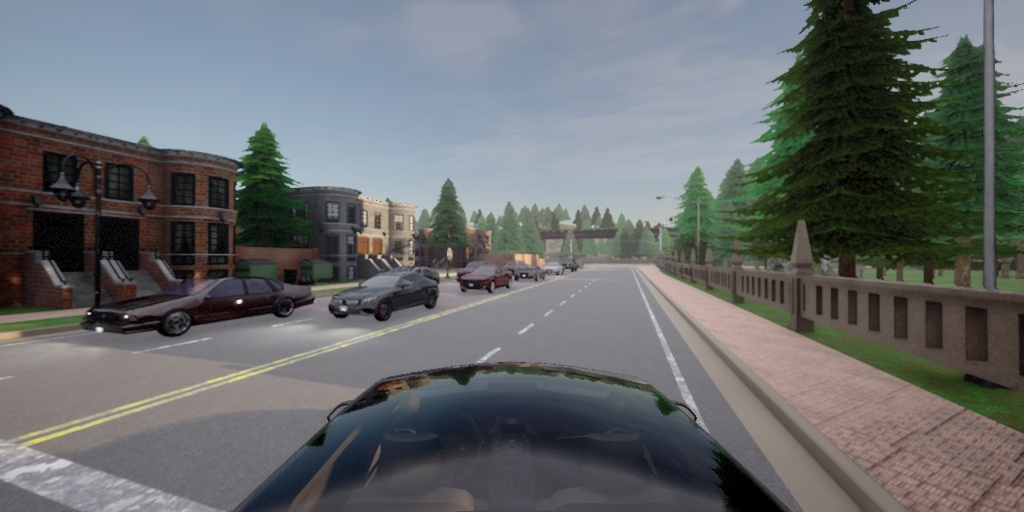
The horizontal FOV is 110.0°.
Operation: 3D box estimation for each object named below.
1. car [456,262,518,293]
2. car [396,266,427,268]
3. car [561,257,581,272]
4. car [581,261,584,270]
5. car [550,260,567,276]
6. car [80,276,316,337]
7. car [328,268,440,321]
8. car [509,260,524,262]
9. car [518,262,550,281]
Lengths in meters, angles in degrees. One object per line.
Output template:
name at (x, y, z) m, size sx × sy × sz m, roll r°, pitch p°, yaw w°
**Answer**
car at (-1.447, 1.310, 21.760) m, size 1.882 × 1.535 × 5.008 m, roll 0°, pitch 0°, yaw 18°
car at (-5.762, 1.304, 19.782) m, size 2.128 × 1.511 × 4.902 m, roll 0°, pitch 0°, yaw 17°
car at (7.888, 1.202, 50.830) m, size 2.150 × 2.045 × 5.566 m, roll 0°, pitch 0°, yaw 18°
car at (11.188, 1.537, 61.057) m, size 1.837 × 1.490 × 4.892 m, roll 0°, pitch 0°, yaw 18°
car at (4.694, 1.455, 40.899) m, size 1.812 × 1.442 × 4.674 m, roll 0°, pitch 0°, yaw 18°
car at (-8.655, 1.314, 10.756) m, size 2.033 × 1.411 × 5.357 m, roll 0°, pitch 0°, yaw 18°
car at (-4.297, 1.312, 12.877) m, size 1.812 × 1.442 × 4.674 m, roll 0°, pitch 0°, yaw 18°
car at (0.299, 1.261, 38.662) m, size 2.097 × 1.767 × 4.553 m, roll 0°, pitch 0°, yaw 18°
car at (1.621, 1.445, 31.294) m, size 1.994 × 1.385 × 4.181 m, roll 0°, pitch 0°, yaw 19°
